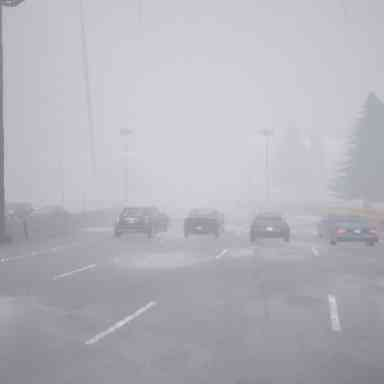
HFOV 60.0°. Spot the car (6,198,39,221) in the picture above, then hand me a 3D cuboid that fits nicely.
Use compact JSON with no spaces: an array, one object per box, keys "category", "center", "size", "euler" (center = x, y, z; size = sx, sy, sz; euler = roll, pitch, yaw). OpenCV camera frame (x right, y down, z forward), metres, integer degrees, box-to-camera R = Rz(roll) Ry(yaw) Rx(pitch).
[{"category":"car","center":[-15.789,1.715,29.476],"size":[2.097,1.767,4.553],"euler":[0,-1,2]}]

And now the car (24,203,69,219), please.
[{"category":"car","center":[-12.306,1.881,29.084],"size":[1.812,1.442,4.674],"euler":[0,-1,3]}]

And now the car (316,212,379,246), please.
[{"category":"car","center":[7.364,1.696,16.214],"size":[2.033,1.411,5.357],"euler":[0,0,12]}]

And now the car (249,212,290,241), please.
[{"category":"car","center":[4.126,1.745,17.884],"size":[1.994,1.385,4.181],"euler":[0,0,12]}]

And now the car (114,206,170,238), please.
[{"category":"car","center":[-2.759,1.574,19.377],"size":[2.097,1.767,4.553],"euler":[0,-1,11]}]

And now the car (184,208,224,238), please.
[{"category":"car","center":[0.797,1.689,19.425],"size":[1.882,1.535,5.008],"euler":[0,0,10]}]
